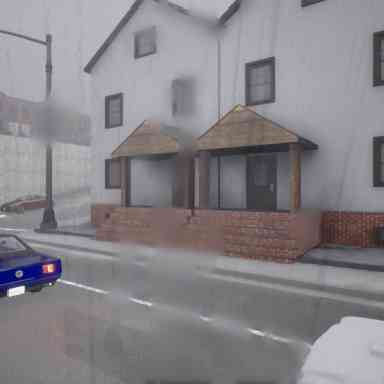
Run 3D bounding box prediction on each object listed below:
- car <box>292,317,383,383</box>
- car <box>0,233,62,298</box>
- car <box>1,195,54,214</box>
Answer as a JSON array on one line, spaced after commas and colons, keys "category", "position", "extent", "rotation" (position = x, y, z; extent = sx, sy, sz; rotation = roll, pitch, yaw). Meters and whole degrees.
[{"category": "car", "position": [2.984, 1.601, 1.853], "extent": [4.718, 1.301, 1.895], "rotation": [0, 0, 36]}, {"category": "car", "position": [-5.131, 1.601, 7.632], "extent": [4.718, 1.301, 1.895], "rotation": [0, 0, 36]}, {"category": "car", "position": [-14.385, 0.973, 29.266], "extent": [1.994, 1.385, 4.181], "rotation": [0, 7, 35]}]
